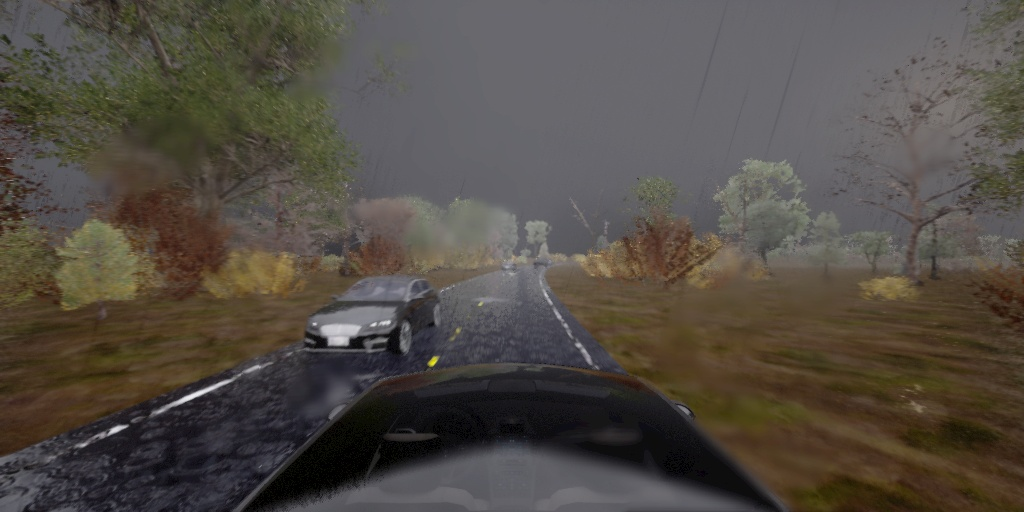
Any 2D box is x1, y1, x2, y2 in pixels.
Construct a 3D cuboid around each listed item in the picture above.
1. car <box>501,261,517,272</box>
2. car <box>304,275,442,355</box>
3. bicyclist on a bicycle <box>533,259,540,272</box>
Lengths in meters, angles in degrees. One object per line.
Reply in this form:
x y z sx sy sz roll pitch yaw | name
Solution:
-0.393 1.420 50.382 2.128 1.511 4.902 0 0 7 | car
-3.029 1.250 8.791 2.128 1.511 4.902 0 0 1 | car
2.887 1.295 44.653 0.659 1.776 1.843 0 0 6 | bicyclist on a bicycle
